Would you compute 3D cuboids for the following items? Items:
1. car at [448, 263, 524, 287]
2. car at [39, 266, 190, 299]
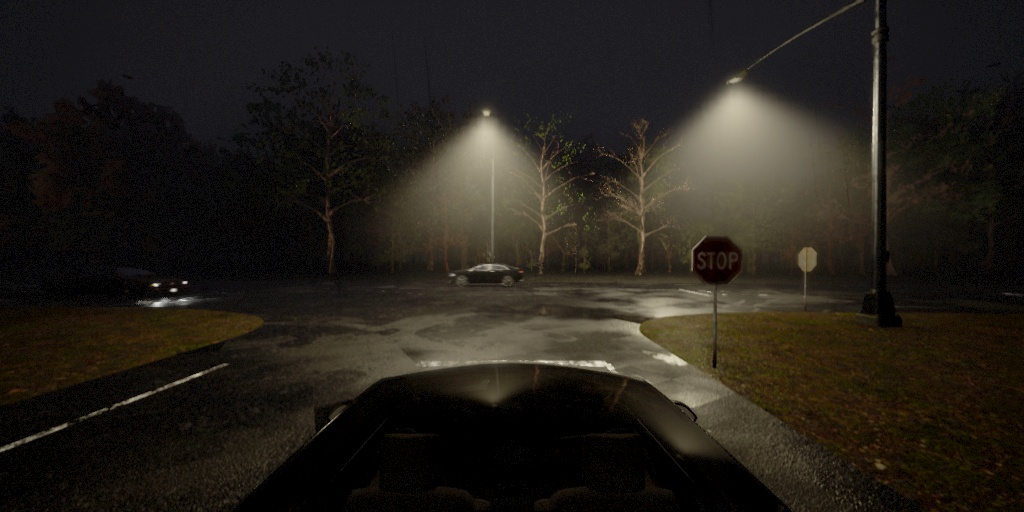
[{"bbox_3d":[-1.645,1.215,23.286,4.902,1.511,2.128,0,0,0],"label":"car"},{"bbox_3d":[-18.179,1.162,16.498,5.357,1.411,2.033,0,0,1],"label":"car"}]
